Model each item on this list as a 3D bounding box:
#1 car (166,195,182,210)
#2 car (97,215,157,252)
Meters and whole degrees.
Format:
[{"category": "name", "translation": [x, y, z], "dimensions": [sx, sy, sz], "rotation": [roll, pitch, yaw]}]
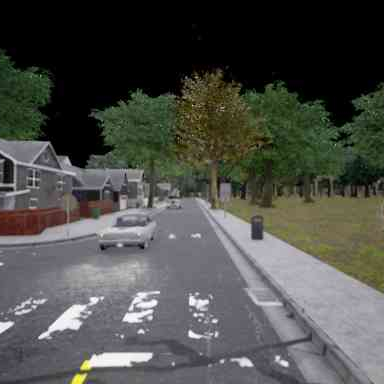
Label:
[{"category": "car", "translation": [-2.722, 1.475, 50.622], "dimensions": [2.150, 2.045, 5.566], "rotation": [0, 0, 0]}, {"category": "car", "translation": [-2.753, 1.728, 14.965], "dimensions": [1.895, 1.301, 4.718], "rotation": [-1, 0, 0]}]
